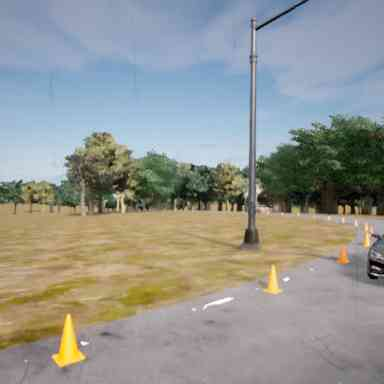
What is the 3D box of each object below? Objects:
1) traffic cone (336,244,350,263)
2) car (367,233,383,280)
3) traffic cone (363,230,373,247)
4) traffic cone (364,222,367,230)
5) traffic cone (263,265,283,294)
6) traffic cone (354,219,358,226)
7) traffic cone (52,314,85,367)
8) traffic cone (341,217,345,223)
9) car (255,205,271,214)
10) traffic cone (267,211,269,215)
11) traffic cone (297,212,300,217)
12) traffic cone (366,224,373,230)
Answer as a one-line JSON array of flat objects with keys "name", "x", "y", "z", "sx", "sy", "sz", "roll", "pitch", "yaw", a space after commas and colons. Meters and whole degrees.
[{"name": "traffic cone", "x": 5.045, "y": 2.041, "z": 11.117, "sx": 0.340, "sy": 0.580, "sz": 0.340, "roll": 0, "pitch": -1, "yaw": 39}, {"name": "car", "x": 6.390, "y": 1.576, "z": 9.416, "sx": 2.128, "sy": 1.511, "sz": 4.902, "roll": 0, "pitch": -1, "yaw": 39}, {"name": "traffic cone", "x": 7.849, "y": 2.134, "z": 14.911, "sx": 0.340, "sy": 0.580, "sz": 0.340, "roll": 0, "pitch": -1, "yaw": 33}, {"name": "traffic cone", "x": 12.196, "y": 2.404, "z": 23.269, "sx": 0.340, "sy": 0.580, "sz": 0.340, "roll": 0, "pitch": -2, "yaw": 22}, {"name": "traffic cone", "x": 1.860, "y": 1.981, "z": 7.635, "sx": 0.340, "sy": 0.580, "sz": 0.340, "roll": 1, "pitch": 0, "yaw": -45}, {"name": "traffic cone", "x": 13.692, "y": 2.544, "z": 27.740, "sx": 0.340, "sy": 0.580, "sz": 0.340, "roll": 0, "pitch": -2, "yaw": 16}, {"name": "traffic cone", "x": -1.671, "y": 1.955, "z": 4.505, "sx": 0.340, "sy": 0.580, "sz": 0.340, "roll": 0, "pitch": 0, "yaw": -39}, {"name": "traffic cone", "x": 14.714, "y": 2.681, "z": 32.343, "sx": 0.340, "sy": 0.580, "sz": 0.340, "roll": 1, "pitch": -2, "yaw": 10}, {"name": "car", "x": 12.990, "y": 3.179, "z": 62.832, "sx": 2.097, "sy": 1.767, "sz": 4.553, "roll": 1, "pitch": -3, "yaw": -20}, {"name": "traffic cone", "x": 12.728, "y": 3.492, "z": 55.909, "sx": 0.340, "sy": 0.580, "sz": 0.340, "roll": 1, "pitch": -2, "yaw": -15}, {"name": "traffic cone", "x": 14.849, "y": 3.136, "z": 46.439, "sx": 0.340, "sy": 0.580, "sz": 0.340, "roll": 1, "pitch": -2, "yaw": -8}, {"name": "traffic cone", "x": 10.242, "y": 2.260, "z": 18.978, "sx": 0.340, "sy": 0.580, "sz": 0.340, "roll": 0, "pitch": -2, "yaw": 27}]
